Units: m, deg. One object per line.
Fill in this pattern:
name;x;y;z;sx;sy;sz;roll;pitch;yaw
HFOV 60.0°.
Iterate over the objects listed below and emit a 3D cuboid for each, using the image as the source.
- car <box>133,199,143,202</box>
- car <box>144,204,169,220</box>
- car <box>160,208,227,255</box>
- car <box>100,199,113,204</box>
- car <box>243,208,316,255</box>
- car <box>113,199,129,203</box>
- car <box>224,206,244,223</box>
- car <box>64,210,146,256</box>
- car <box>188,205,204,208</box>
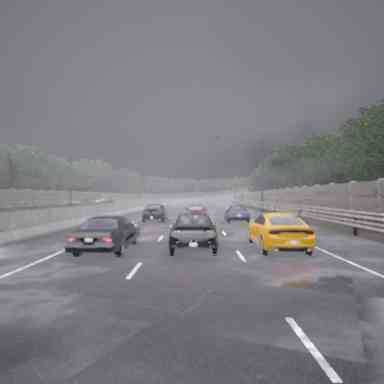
car;-11.793;2.285;73.069;1.882;1.535;5.008;0;-1;3
car;-3.158;1.793;28.904;1.837;1.490;4.892;0;0;2
car;0.077;1.627;13.915;2.128;1.511;4.902;0;0;1
car;-18.778;2.337;73.536;2.033;1.411;5.357;0;-1;3
car;3.581;1.615;14.053;1.882;1.535;5.008;0;0;1
car;-15.285;2.280;73.303;1.882;1.535;5.008;0;-1;3
car;3.842;1.853;28.766;1.994;1.385;4.181;0;-1;1
car;-3.430;1.678;13.642;2.033;1.411;5.357;0;-1;1
car;0.344;1.813;28.901;1.812;1.442;4.674;0;0;2
